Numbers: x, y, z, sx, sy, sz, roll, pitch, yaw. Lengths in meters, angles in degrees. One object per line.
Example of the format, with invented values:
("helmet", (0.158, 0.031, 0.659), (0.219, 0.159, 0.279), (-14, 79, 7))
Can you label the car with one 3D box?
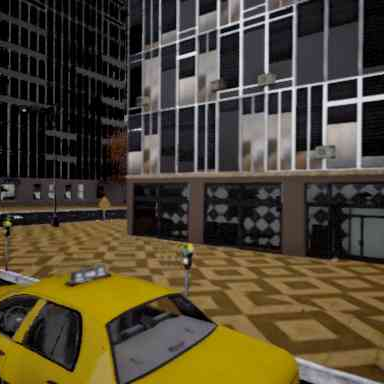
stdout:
("car", (-1.308, 1.490, 3.654), (4.829, 1.417, 1.752), (1, 1, 36))

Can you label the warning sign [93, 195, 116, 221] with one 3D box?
("warning sign", (-6.713, 1.220, 25.568), (1.300, 1.860, 1.060), (2, 1, 33))
